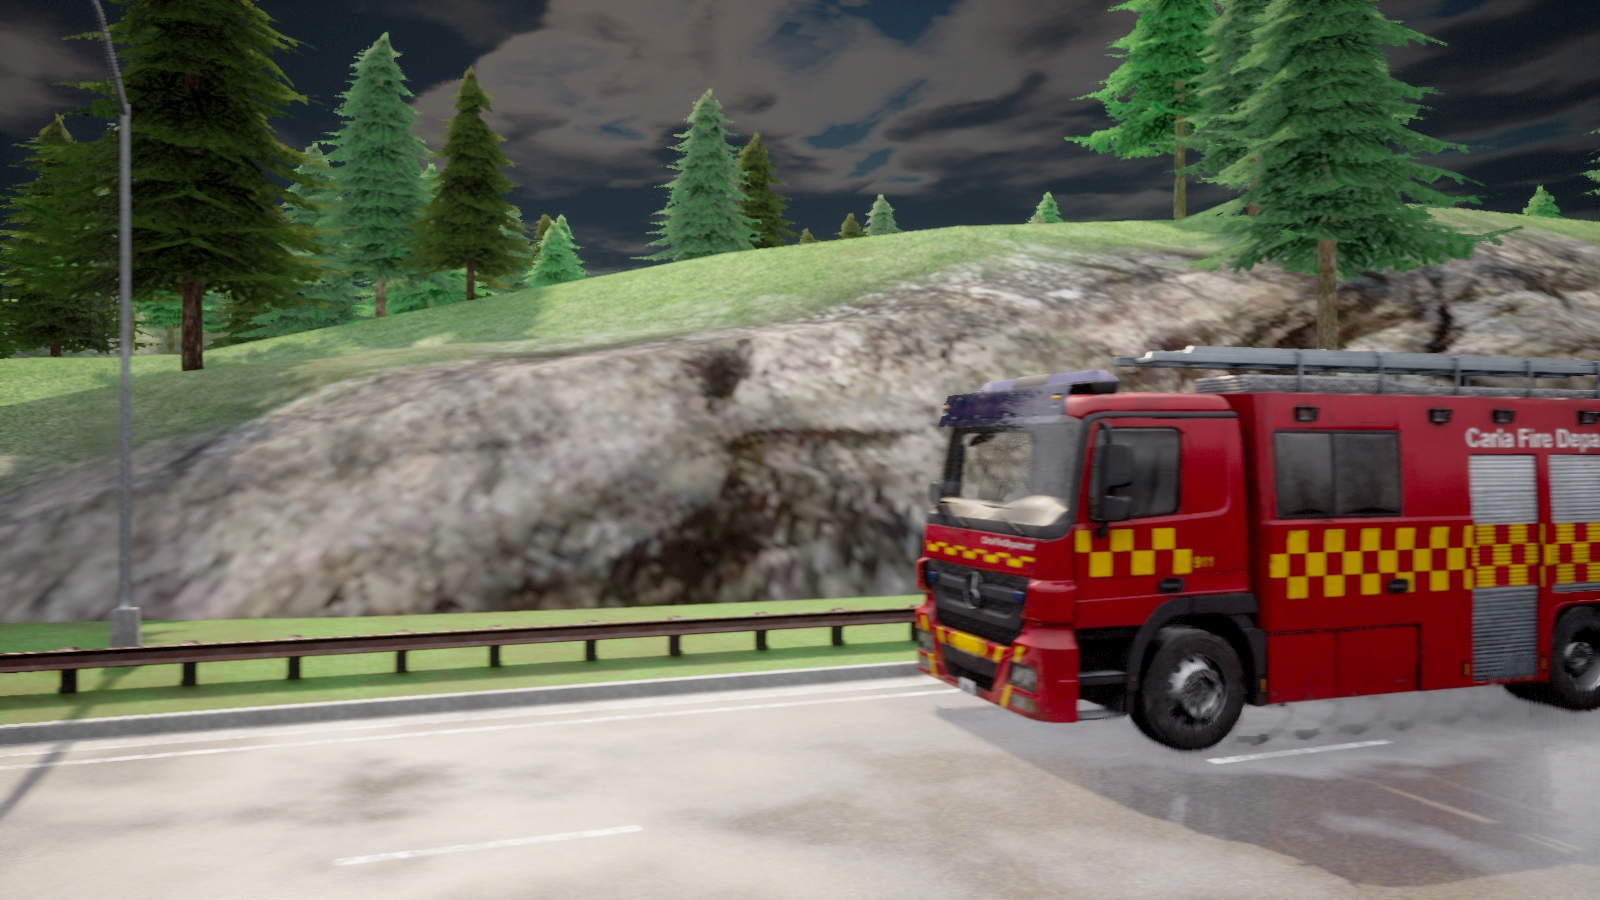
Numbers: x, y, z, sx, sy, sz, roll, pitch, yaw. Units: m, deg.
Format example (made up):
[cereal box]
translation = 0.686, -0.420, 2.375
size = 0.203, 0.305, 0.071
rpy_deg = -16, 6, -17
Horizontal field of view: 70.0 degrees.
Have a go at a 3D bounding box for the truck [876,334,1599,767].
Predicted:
[truck]
translation = 5.326, 0.890, 12.826
size = 8.468, 3.827, 2.891
rpy_deg = 0, 0, -19
